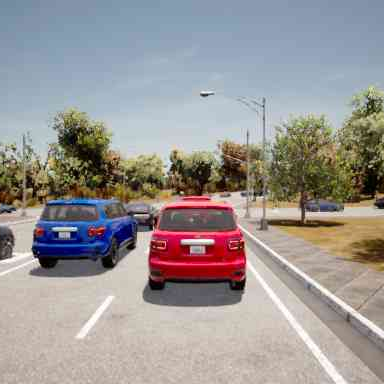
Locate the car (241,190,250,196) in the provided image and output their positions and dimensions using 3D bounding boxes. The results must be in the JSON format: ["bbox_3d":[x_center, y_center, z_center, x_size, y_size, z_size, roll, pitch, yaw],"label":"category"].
[{"bbox_3d":[14.276,0.318,86.351,2.128,1.511,4.902,0,3,33],"label":"car"}]

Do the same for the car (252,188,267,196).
[{"bbox_3d":[17.591,-0.024,85.066,2.150,2.045,5.566,0,3,33],"label":"car"}]

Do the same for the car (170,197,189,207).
[{"bbox_3d":[-2.122,1.639,56.623,1.882,1.535,5.008,0,0,14],"label":"car"}]

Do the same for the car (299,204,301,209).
[{"bbox_3d":[16.277,1.590,42.880,4.892,1.490,1.837,-1,0,3],"label":"car"}]

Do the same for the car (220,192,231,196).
[{"bbox_3d":[8.332,0.669,83.051,1.812,1.442,4.674,0,3,28],"label":"car"}]

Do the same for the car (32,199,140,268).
[{"bbox_3d":[-3.350,1.243,11.506,2.150,2.045,5.566,0,0,1],"label":"car"}]

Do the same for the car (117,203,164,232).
[{"bbox_3d":[-3.162,1.550,21.358,2.128,1.511,4.902,0,0,1],"label":"car"}]

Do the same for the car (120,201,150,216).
[{"bbox_3d":[-5.958,1.676,35.266,1.994,1.385,4.181,0,0,6],"label":"car"}]

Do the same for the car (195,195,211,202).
[{"bbox_3d":[2.372,1.390,70.363,1.994,1.385,4.181,0,2,21],"label":"car"}]

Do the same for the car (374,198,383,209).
[{"bbox_3d":[26.242,1.088,42.279,5.566,2.045,2.150,-2,0,3],"label":"car"}]

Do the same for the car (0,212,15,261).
[{"bbox_3d":[-7.050,1.542,9.753,1.812,1.442,4.674,0,0,0],"label":"car"}]

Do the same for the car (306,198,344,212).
[{"bbox_3d":[15.747,1.640,39.404,4.181,1.385,1.994,-1,0,4],"label":"car"}]

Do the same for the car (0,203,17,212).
[{"bbox_3d":[-22.980,1.840,38.054,5.357,1.411,2.033,-2,0,3],"label":"car"}]

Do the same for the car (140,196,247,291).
[{"bbox_3d":[0.132,1.236,9.225,2.150,2.045,5.566,0,0,0],"label":"car"}]
